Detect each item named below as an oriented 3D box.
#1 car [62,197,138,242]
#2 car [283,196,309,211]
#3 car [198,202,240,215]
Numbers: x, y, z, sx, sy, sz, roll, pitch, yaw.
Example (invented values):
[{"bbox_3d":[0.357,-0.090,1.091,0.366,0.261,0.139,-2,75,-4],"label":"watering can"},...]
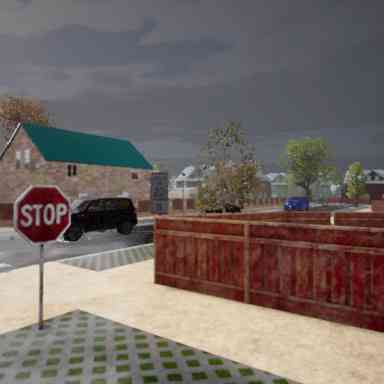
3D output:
[{"bbox_3d":[-5.291,1.288,17.392,2.150,2.045,5.566,1,0,35],"label":"car"},{"bbox_3d":[14.488,1.553,45.898,2.150,2.045,5.566,1,0,35],"label":"car"},{"bbox_3d":[2.401,1.651,28.545,1.882,1.535,5.008,1,1,35],"label":"car"}]
